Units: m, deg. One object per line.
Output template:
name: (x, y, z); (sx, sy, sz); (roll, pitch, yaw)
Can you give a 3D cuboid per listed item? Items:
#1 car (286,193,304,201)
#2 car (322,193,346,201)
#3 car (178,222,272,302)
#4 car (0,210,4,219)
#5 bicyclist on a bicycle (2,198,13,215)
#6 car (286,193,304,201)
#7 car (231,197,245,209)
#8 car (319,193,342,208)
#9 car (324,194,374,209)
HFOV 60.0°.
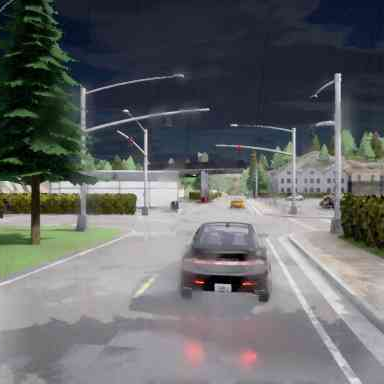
car: (24.380, 1.077, 78.823); (3.866, 1.878, 1.905); (0, 0, 8)
car: (31.720, 1.097, 74.483); (4.605, 1.855, 1.932); (0, 0, 8)
car: (0.878, 1.492, 8.337); (2.128, 1.511, 4.902); (0, 0, 8)
car: (-16.552, 1.564, 25.184); (4.181, 1.385, 1.994); (0, 0, 8)
bicyclist on a bicycle: (-17.982, 1.453, 32.449); (0.582, 1.620, 1.656); (0, 0, 7)
car: (23.316, 1.361, 75.614); (3.806, 1.475, 1.970); (0, 0, 8)
car: (6.392, 1.477, 46.504); (1.882, 1.535, 5.008); (0, 0, 8)
car: (18.646, 1.330, 41.677); (5.027, 1.636, 2.152); (0, 0, 8)
car: (18.265, 1.340, 38.563); (4.514, 1.523, 2.007); (0, 0, 8)
